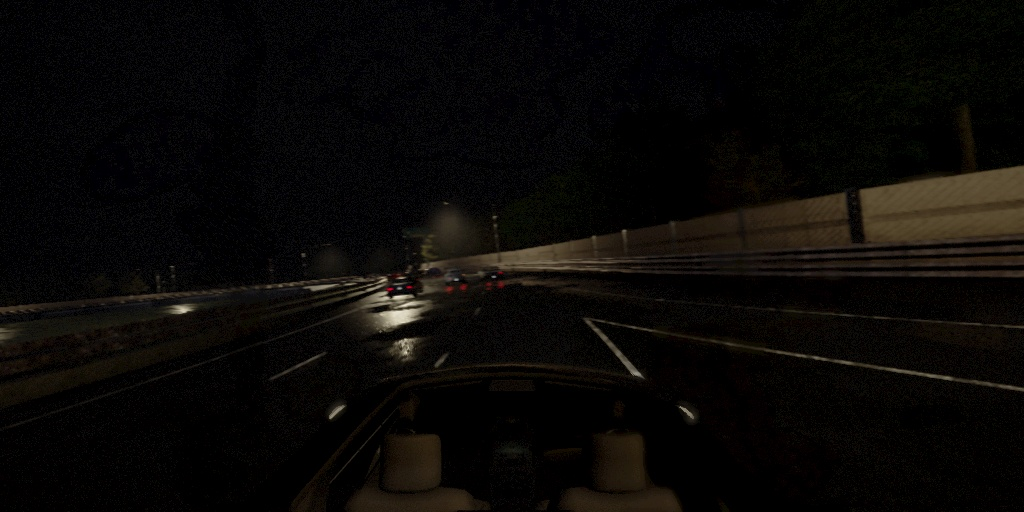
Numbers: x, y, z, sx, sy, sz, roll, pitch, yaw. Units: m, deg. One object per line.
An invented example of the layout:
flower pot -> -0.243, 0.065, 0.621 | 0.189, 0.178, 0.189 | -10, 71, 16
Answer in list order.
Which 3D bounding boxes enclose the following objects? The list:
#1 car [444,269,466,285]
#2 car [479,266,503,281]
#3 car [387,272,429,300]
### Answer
car -> -5.679, 2.002, 35.460 | 1.812, 1.442, 4.674 | -6, 0, -12
car -> -2.202, 1.719, 35.925 | 1.895, 1.301, 4.718 | -6, 0, -12
car -> -7.502, 2.173, 25.482 | 2.033, 1.411, 5.357 | -6, 0, -7
